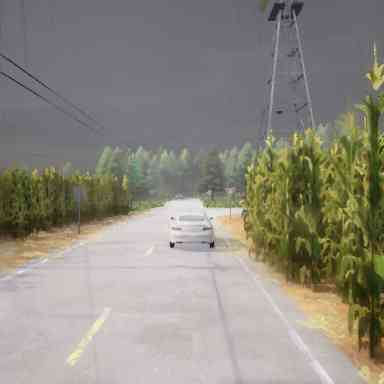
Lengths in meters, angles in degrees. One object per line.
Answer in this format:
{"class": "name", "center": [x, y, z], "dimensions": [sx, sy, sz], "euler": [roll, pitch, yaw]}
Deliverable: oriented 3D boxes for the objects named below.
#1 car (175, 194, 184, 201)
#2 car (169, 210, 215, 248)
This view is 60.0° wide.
{"class": "car", "center": [-3.200, 1.311, 85.281], "dimensions": [2.097, 1.767, 4.553], "euler": [0, 0, 0]}
{"class": "car", "center": [0.000, 1.532, 14.672], "dimensions": [1.812, 1.442, 4.674], "euler": [0, 0, 0]}
